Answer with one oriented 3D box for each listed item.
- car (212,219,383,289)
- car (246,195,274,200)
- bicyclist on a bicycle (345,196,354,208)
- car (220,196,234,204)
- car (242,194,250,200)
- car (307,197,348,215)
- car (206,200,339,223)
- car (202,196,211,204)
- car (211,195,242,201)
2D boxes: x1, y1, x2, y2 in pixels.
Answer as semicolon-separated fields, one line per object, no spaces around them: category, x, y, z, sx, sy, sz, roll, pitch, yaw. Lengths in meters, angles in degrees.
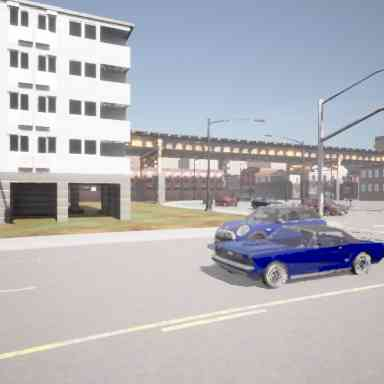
car;2.946;1.601;9.105;4.718;1.301;1.895;0;0;-25
car;9.294;1.491;41.359;2.128;1.511;4.902;0;0;-25
bicyclist on a bicycle;20.487;1.303;43.306;1.656;1.620;0.582;0;0;-25
car;6.524;1.489;62.090;2.128;1.511;4.902;0;0;1
car;11.954;1.525;75.704;2.128;1.511;4.902;0;0;41
car;13.153;1.352;33.082;2.097;1.767;4.553;0;0;-25
car;3.147;1.352;13.038;4.553;1.767;2.097;0;0;-25
car;2.933;1.503;61.321;1.837;1.490;4.892;0;0;0
car;5.145;1.478;50.760;1.882;1.535;5.008;0;0;-21
